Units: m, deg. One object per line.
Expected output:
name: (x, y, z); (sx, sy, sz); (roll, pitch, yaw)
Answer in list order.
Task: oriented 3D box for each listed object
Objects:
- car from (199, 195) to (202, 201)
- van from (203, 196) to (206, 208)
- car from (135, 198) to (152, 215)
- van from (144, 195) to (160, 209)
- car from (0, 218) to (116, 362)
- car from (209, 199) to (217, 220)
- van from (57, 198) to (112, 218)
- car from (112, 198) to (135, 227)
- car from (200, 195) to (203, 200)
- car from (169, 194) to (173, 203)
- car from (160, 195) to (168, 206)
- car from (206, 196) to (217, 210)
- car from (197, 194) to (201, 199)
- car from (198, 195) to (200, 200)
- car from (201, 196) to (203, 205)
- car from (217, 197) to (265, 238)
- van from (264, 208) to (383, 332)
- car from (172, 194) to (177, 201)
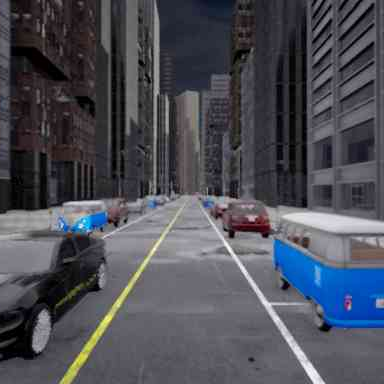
car: (2.760, 1.699, 62.866); (1.752, 1.417, 4.829); (0, 0, 0)
van: (2.762, 1.466, 45.869); (1.690, 1.788, 3.998); (0, 0, 0)
car: (-5.763, 1.644, 34.640); (2.008, 1.369, 4.403); (0, 0, 0)
van: (-5.764, 1.466, 45.860); (1.690, 1.788, 3.998); (0, 0, 0)
car: (-2.999, 1.494, 6.210); (1.882, 1.535, 5.008); (0, 0, 0)
car: (2.763, 1.623, 29.041); (1.887, 1.381, 4.507); (0, 0, 0)
van: (-5.762, 1.388, 17.813); (1.690, 1.788, 3.998); (0, 0, 0)
car: (-5.762, 1.377, 23.422); (2.192, 1.841, 5.009); (0, 0, 0)
car: (2.761, 1.723, 57.087); (1.947, 1.339, 4.313); (0, 0, 0)
car: (-5.766, 1.734, 73.736); (1.752, 1.417, 4.829); (0, 0, 0)
car: (-5.764, 1.597, 57.079); (1.967, 1.590, 4.097); (0, 0, 0)
car: (2.762, 1.534, 34.650); (1.967, 1.590, 4.097); (0, 0, 0)
car: (2.758, 1.825, 90.740); (2.008, 1.369, 4.403); (0, 0, 0)
car: (2.760, 1.716, 68.475); (1.752, 1.417, 4.829); (0, 0, 0)
car: (2.761, 1.686, 51.478); (1.887, 1.381, 4.507); (0, 0, 0)
car: (2.764, 1.362, 17.823); (2.192, 1.841, 5.009); (0, 0, 0)
van: (2.764, 1.359, 6.605); (1.690, 1.788, 3.998); (0, 0, 0)
car: (-5.767, 1.839, 90.734); (1.947, 1.339, 4.313); (0, 0, 0)
